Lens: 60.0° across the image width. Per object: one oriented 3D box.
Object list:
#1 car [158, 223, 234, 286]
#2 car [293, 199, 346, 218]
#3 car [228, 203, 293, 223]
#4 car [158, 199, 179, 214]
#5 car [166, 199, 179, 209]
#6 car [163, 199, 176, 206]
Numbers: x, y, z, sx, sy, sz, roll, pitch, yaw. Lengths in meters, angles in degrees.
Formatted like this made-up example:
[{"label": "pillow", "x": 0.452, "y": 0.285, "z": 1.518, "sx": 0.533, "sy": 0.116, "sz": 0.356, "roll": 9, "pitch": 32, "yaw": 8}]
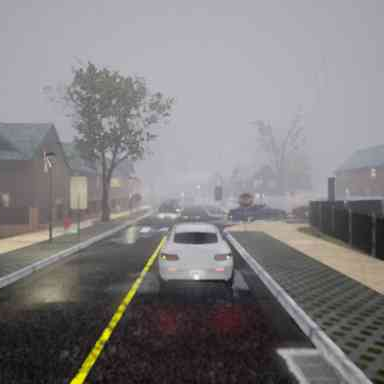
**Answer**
[{"label": "car", "x": 0.088, "y": 1.599, "z": 9.520, "sx": 1.812, "sy": 1.442, "sz": 4.674, "roll": 0, "pitch": 0, "yaw": 0}, {"label": "car", "x": 11.068, "y": 1.389, "z": 28.551, "sx": 5.008, "sy": 1.535, "sz": 1.882, "roll": -1, "pitch": 0, "yaw": -2}, {"label": "car", "x": 4.948, "y": 1.566, "z": 25.131, "sx": 4.674, "sy": 1.442, "sz": 1.812, "roll": -2, "pitch": -2, "yaw": -25}, {"label": "car", "x": -2.881, "y": 1.847, "z": 39.723, "sx": 1.994, "sy": 1.385, "sz": 4.181, "roll": 0, "pitch": 0, "yaw": 0}, {"label": "car", "x": -2.957, "y": 1.893, "z": 52.109, "sx": 1.812, "sy": 1.442, "sz": 4.674, "roll": 0, "pitch": 0, "yaw": -1}, {"label": "car", "x": -4.612, "y": 2.123, "z": 68.370, "sx": 1.994, "sy": 1.385, "sz": 4.181, "roll": 0, "pitch": -1, "yaw": -15}]
